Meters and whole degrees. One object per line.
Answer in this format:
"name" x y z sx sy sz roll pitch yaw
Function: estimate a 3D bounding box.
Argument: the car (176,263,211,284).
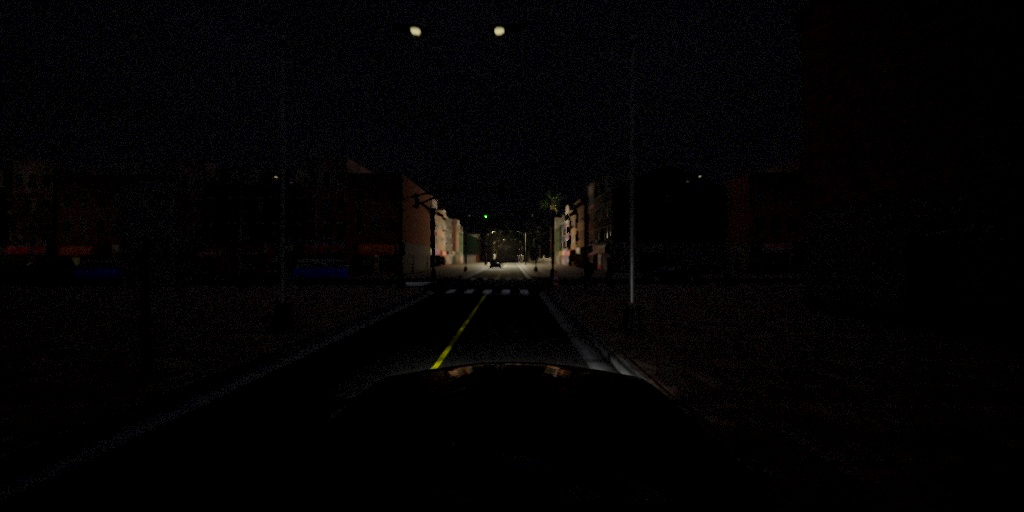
"car" -25.689 1.288 27.675 4.097 1.591 1.967 0 0 0

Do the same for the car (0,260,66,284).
"car" -36.636 1.198 27.624 5.009 1.841 2.192 0 0 0

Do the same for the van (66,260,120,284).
"van" -31.164 1.206 27.649 3.998 1.789 1.690 0 0 0

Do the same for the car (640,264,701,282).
"car" 12.263 1.299 27.851 4.403 1.370 2.007 0 0 0

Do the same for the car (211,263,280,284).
"car" -20.214 1.272 27.700 4.097 1.591 1.967 0 0 0

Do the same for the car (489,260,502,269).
"car" -2.776 1.370 61.080 1.837 1.490 4.892 0 0 1

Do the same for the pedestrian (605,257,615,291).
"pedestrian" 5.143 0.901 18.784 0.375 1.860 0.375 0 0 0

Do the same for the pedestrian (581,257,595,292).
"pedestrian" 3.859 0.909 18.184 0.375 1.860 0.375 0 0 0

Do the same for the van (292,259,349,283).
"van" -14.739 1.157 27.726 3.998 1.789 1.690 0 0 0

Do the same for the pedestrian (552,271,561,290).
"pedestrian" 2.434 1.291 19.384 0.500 1.100 0.500 0 0 0
